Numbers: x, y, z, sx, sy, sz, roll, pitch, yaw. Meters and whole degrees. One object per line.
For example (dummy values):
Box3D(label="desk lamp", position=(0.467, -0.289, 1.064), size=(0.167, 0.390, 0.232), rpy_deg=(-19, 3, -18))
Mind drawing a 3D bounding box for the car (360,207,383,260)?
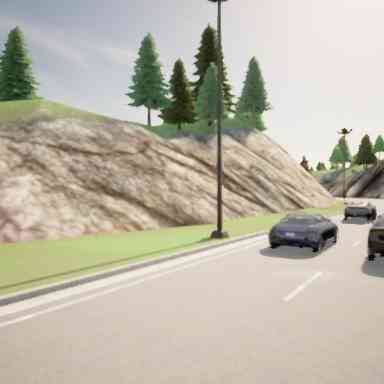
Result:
Box3D(label="car", position=(7.430, 1.460, 11.680), size=(1.882, 1.535, 5.008), rpy_deg=(0, 0, 35))

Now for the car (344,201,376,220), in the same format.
Box3D(label="car", position=(13.455, 1.456, 26.581), size=(2.128, 1.511, 4.902), rpy_deg=(0, 0, 35))

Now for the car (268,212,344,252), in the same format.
Box3D(label="car", position=(4.777, 1.546, 13.992), size=(1.994, 1.385, 4.181), rpy_deg=(0, 0, 35))
